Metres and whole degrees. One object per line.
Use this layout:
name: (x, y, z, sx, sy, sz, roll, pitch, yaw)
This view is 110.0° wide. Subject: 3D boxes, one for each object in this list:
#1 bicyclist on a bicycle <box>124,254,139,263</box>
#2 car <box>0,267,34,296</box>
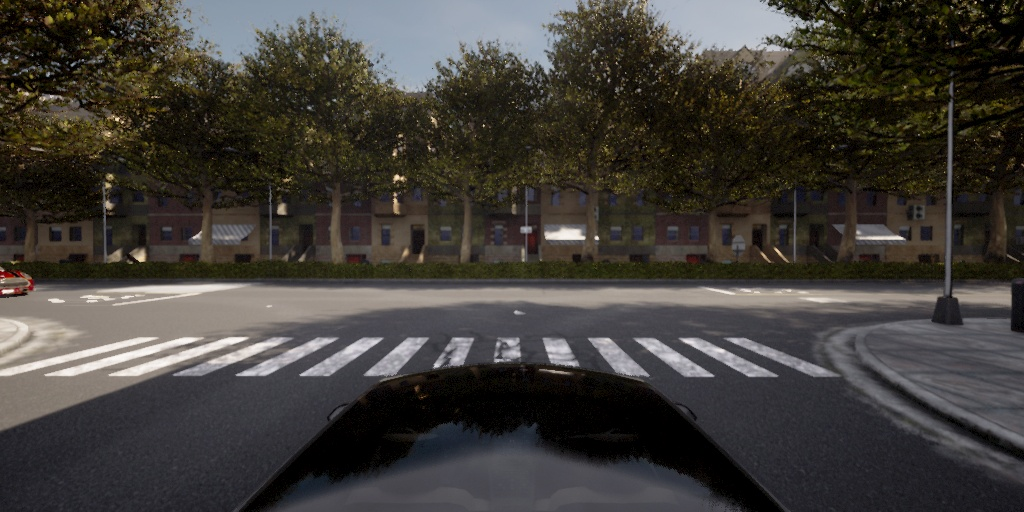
bicyclist on a bicycle: (-28.196, 0.644, 26.508, 0.582, 1.620, 1.656, 0, 1, 1)
car: (-23.207, 0.885, 14.963, 4.553, 1.767, 2.097, 0, 1, 1)
